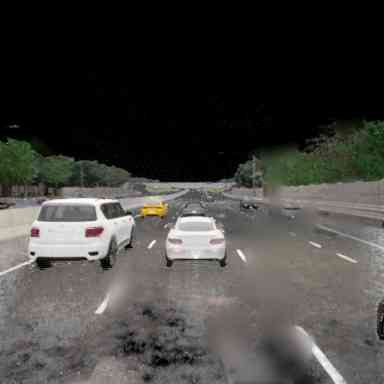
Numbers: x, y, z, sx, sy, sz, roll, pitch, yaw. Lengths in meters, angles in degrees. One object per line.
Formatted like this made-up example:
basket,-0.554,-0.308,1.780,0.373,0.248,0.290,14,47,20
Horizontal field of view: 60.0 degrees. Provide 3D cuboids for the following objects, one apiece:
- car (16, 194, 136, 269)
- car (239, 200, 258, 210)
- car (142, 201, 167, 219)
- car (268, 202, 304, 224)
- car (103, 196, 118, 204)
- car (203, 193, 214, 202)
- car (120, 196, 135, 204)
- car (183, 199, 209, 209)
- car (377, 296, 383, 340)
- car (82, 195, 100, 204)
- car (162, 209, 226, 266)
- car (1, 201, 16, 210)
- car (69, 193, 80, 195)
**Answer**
car,-3.384,1.222,11.327,2.150,2.045,5.566,0,0,0
car,7.280,1.652,43.157,1.895,1.301,4.718,0,0,1
car,-3.301,1.499,29.872,1.882,1.535,5.008,0,0,0
car,6.971,1.507,25.065,2.128,1.511,4.902,0,0,2
car,-16.998,1.609,69.513,1.812,1.442,4.674,0,0,1
car,4.148,1.643,78.896,1.812,1.442,4.674,0,0,1
car,-13.499,1.625,69.460,2.033,1.411,5.357,0,0,1
car,0.194,1.584,29.063,1.994,1.385,4.181,0,0,0
car,3.502,1.505,2.716,1.837,1.490,4.892,0,0,0
car,-20.522,1.453,67.805,2.097,1.767,4.553,0,0,1
car,0.118,1.526,11.470,1.812,1.442,4.674,0,0,0
car,-14.002,1.371,28.802,2.097,1.767,4.553,0,0,0
car,-24.023,1.323,67.798,2.150,2.045,5.566,0,0,1
